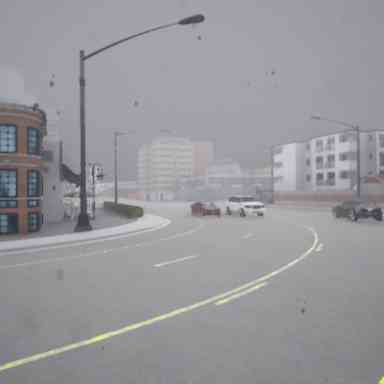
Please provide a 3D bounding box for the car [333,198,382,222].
[{"bbox_3d":[13.027,1.337,26.495,2.097,1.767,4.553,-1,0,0],"label":"car"}]

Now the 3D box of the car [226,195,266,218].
[{"bbox_3d":[5.033,1.321,32.193,2.150,2.045,5.566,0,0,-17],"label":"car"}]

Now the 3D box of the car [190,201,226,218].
[{"bbox_3d":[1.257,1.619,32.317,1.882,1.535,5.008,0,0,-17],"label":"car"}]
